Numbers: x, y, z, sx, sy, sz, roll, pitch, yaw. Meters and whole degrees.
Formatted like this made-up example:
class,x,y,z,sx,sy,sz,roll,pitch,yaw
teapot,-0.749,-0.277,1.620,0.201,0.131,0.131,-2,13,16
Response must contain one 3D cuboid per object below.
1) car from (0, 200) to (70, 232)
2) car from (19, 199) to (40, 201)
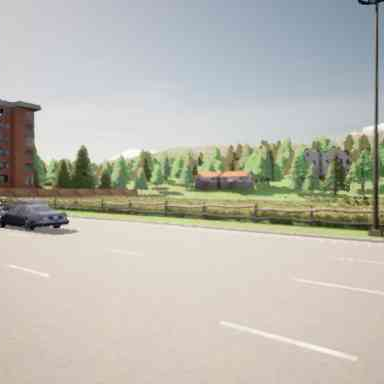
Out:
class,x,y,z,sx,sy,sz,roll,pitch,yaw
car,-9.337,1.410,19.239,5.357,1.411,2.033,0,0,35
car,-13.276,1.313,26.346,4.892,1.490,1.837,0,0,35
